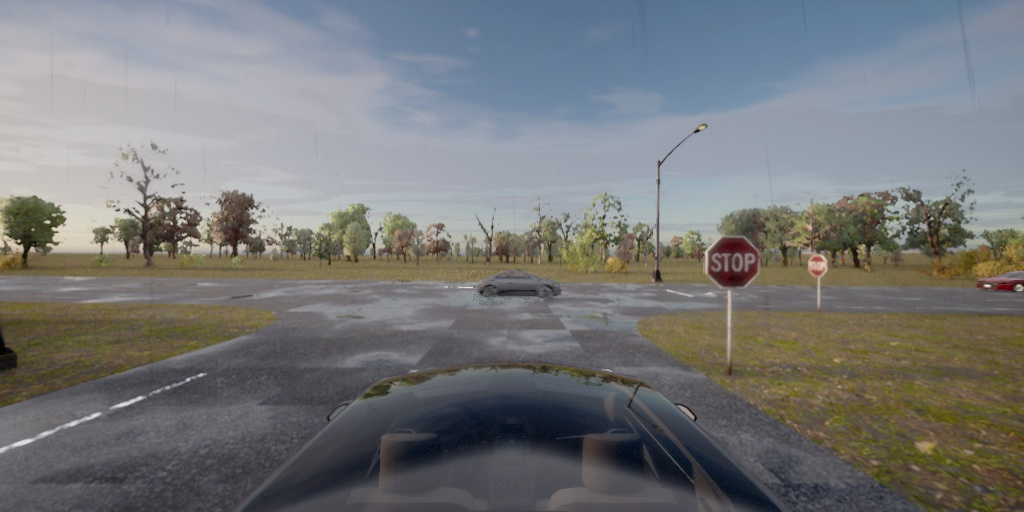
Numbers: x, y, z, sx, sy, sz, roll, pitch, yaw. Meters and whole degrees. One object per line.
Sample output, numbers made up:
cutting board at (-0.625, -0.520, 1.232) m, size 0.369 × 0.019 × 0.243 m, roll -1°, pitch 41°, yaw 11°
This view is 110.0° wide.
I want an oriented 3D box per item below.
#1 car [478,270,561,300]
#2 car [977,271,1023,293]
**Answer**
car at (0.366, 1.406, 18.128) m, size 4.181 × 1.385 × 1.994 m, roll 0°, pitch 0°, yaw 0°
car at (35.564, 1.786, 24.912) m, size 5.008 × 1.535 × 1.882 m, roll 0°, pitch 0°, yaw 0°
